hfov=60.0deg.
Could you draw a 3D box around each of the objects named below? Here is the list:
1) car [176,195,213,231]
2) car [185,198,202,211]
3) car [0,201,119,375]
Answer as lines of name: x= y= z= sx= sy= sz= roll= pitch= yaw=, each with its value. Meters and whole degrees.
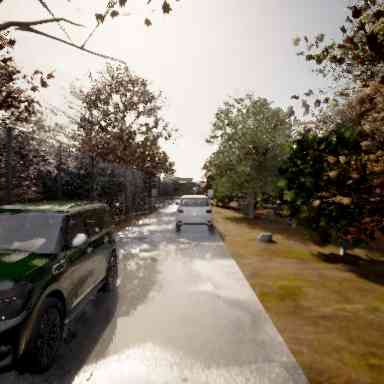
car: x=0.149 y=1.217 z=20.731 sx=2.150 sy=2.045 sz=5.566 roll=0 pitch=0 yaw=0
car: x=0.245 y=1.539 z=42.557 sx=2.033 sy=1.411 sz=5.357 roll=0 pitch=0 yaw=0
car: x=-2.839 y=1.214 z=5.972 sx=2.150 sy=2.045 sz=5.566 roll=1 pitch=0 yaw=0
